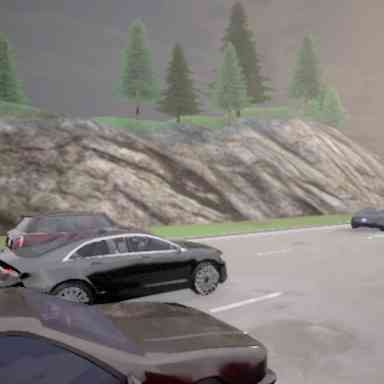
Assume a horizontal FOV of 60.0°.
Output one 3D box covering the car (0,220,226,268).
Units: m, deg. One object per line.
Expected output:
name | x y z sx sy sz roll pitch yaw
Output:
car | -1.402 1.499 7.046 4.902 1.511 2.128 0 0 -35

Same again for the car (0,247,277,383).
car | -1.769 1.547 2.484 5.357 1.411 2.033 0 0 -35

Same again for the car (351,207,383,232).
car | 11.769 1.616 20.761 4.181 1.385 1.994 0 0 -36

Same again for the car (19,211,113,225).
car | -3.124 1.359 10.117 4.553 1.767 2.097 0 0 -35
